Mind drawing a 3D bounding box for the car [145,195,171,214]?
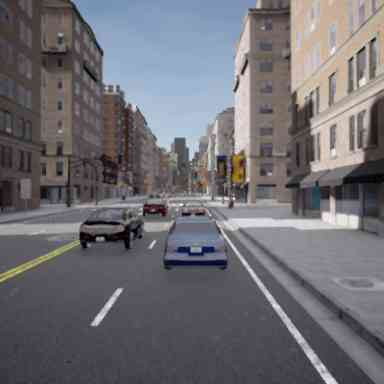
[{"bbox_3d":[-3.149,1.296,29.331,1.882,1.535,5.008,0,0,0],"label":"car"}]

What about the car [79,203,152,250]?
[{"bbox_3d":[-3.151,1.404,13.848,2.128,1.511,4.902,0,0,0],"label":"car"}]

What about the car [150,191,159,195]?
[{"bbox_3d":[-9.745,0.695,86.890,2.150,2.045,5.566,0,0,0],"label":"car"}]

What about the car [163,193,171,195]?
[{"bbox_3d":[-6.495,0.995,86.921,2.128,1.511,4.902,0,0,0],"label":"car"}]

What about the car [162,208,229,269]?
[{"bbox_3d":[0.101,1.481,10.841,2.033,1.411,5.357,0,0,0],"label":"car"}]

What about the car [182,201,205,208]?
[{"bbox_3d":[0.102,1.432,27.358,1.895,1.301,4.718,0,0,0],"label":"car"}]
